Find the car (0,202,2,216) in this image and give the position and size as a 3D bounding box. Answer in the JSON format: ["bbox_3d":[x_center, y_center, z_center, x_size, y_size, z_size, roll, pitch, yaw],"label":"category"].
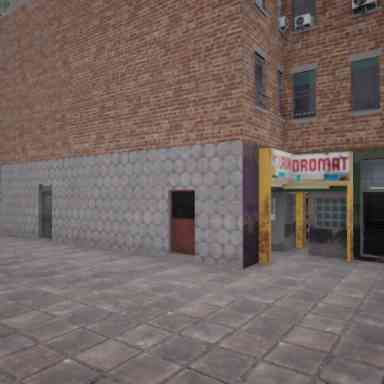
[{"bbox_3d":[-17.332,1.456,31.929,1.882,1.535,5.008,0,0,35],"label":"car"}]
